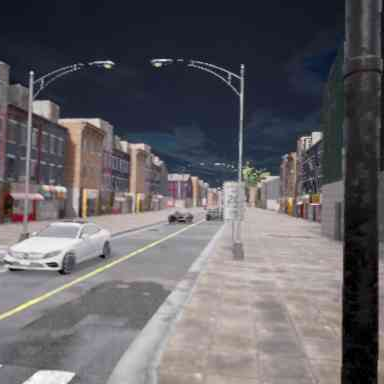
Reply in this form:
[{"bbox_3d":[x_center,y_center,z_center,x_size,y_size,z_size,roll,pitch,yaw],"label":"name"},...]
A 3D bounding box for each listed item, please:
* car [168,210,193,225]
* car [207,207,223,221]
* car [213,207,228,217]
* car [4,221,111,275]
[{"bbox_3d":[-1.117,2.552,33.823,1.895,1.301,4.718,1,-2,8],"label":"car"},{"bbox_3d":[2.887,2.760,41.078,2.128,1.511,4.902,1,-2,8],"label":"car"},{"bbox_3d":[4.755,3.195,54.254,2.128,1.511,4.902,1,-2,9],"label":"car"},{"bbox_3d":[-4.293,1.758,11.513,1.812,1.442,4.674,1,-1,8],"label":"car"}]
